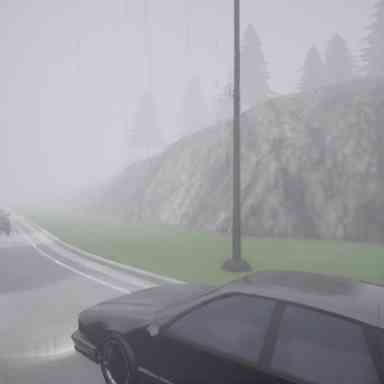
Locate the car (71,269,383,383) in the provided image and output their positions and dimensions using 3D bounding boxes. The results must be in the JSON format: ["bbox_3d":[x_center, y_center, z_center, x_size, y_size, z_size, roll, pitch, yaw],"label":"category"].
[{"bbox_3d":[0.996,1.583,3.383,5.357,1.411,2.033,0,-1,38],"label":"car"}]

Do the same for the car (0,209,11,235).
[{"bbox_3d":[-11.552,1.680,19.092,1.812,1.442,4.674,0,-1,-32],"label":"car"}]
